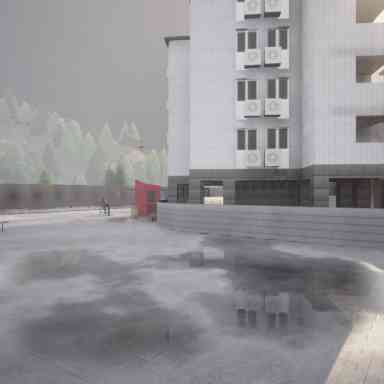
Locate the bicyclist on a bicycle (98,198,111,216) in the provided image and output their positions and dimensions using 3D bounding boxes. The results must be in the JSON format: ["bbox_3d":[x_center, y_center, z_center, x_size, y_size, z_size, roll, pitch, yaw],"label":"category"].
[{"bbox_3d":[-7.837,1.349,29.750,1.656,1.620,0.582,0,0,36],"label":"bicyclist on a bicycle"}]

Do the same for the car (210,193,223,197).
[{"bbox_3d":[4.057,1.221,53.611,2.150,2.045,5.566,0,0,35],"label":"car"}]
